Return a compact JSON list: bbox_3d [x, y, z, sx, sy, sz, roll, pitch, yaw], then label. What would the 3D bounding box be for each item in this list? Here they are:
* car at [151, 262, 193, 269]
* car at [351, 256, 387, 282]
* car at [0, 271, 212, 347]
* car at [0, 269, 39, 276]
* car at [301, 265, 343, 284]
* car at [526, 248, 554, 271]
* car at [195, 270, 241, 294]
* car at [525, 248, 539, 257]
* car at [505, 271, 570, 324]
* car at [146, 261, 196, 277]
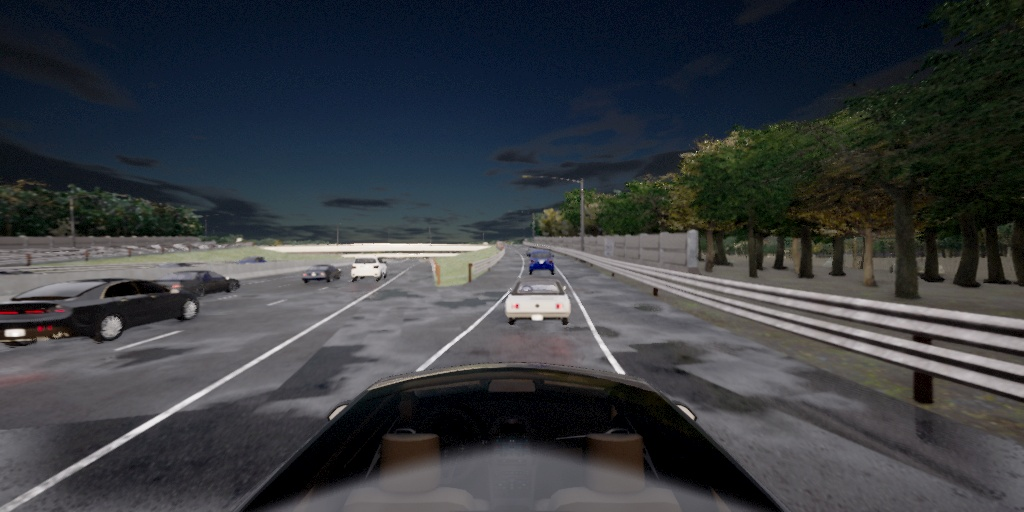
[{"bbox_3d":[-35.130,1.526,37.355,2.033,1.411,5.357,-1,0,-13],"label":"car"},{"bbox_3d":[-11.888,1.029,30.114,2.150,2.045,5.566,-1,0,-13],"label":"car"},{"bbox_3d":[-10.866,1.358,9.831,1.837,1.490,4.892,-1,0,-12],"label":"car"},{"bbox_3d":[-31.607,1.558,21.638,2.128,1.511,4.902,-1,0,-13],"label":"car"},{"bbox_3d":[-15.040,1.393,28.647,2.033,1.411,5.357,-1,0,-13],"label":"car"},{"bbox_3d":[2.633,0.489,32.385,2.150,2.045,5.566,-1,2,4],"label":"car"},{"bbox_3d":[-16.394,1.452,18.611,2.033,1.411,5.357,-1,0,-13],"label":"car"},{"bbox_3d":[3.386,-0.655,60.624,1.994,1.385,4.181,-1,3,-1],"label":"car"},{"bbox_3d":[0.930,1.423,12.367,1.895,1.301,4.718,-1,1,5],"label":"car"},{"bbox_3d":[-39.747,1.464,42.021,1.882,1.535,5.008,-1,0,-12],"label":"car"}]
